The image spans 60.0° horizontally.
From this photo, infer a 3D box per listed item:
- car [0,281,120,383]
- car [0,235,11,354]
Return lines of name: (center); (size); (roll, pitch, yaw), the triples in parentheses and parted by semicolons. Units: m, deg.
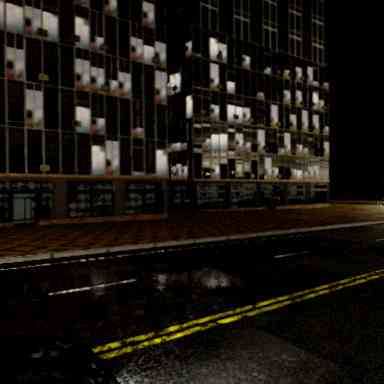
car: (-2.358, 1.561, 1.756); (4.181, 1.385, 1.994); (0, 0, -35)
car: (-5.085, 1.499, 4.029); (4.892, 1.490, 1.837); (0, 0, -35)
